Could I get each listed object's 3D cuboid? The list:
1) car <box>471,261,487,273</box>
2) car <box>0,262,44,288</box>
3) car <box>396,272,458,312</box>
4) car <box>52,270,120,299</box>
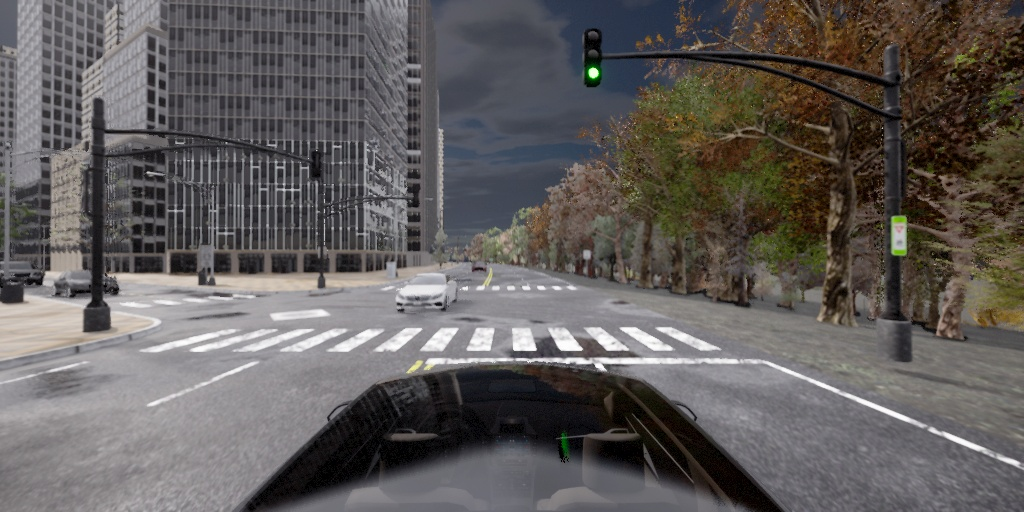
[{"bbox_3d":[-4.592,1.466,50.662,2.097,1.767,4.553,0,-1,-3],"label":"car"},{"bbox_3d":[-41.139,1.498,29.741,5.566,2.045,2.150,0,0,29],"label":"car"},{"bbox_3d":[-3.368,1.410,14.965,1.812,1.442,4.674,0,0,-1],"label":"car"},{"bbox_3d":[-24.808,1.581,20.861,4.892,1.490,1.837,-1,-1,29],"label":"car"}]
